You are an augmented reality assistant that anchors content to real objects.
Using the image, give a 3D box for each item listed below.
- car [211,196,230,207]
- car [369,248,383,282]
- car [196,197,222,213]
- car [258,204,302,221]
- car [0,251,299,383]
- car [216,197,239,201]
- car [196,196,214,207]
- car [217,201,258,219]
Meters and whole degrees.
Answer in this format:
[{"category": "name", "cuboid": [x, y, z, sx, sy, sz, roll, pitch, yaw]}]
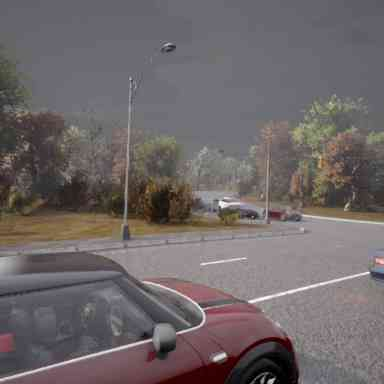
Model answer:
[{"category": "car", "cuboid": [5.177, 1.728, 61.865, 2.128, 1.511, 4.902, 2, 2, -11]}, {"category": "car", "cuboid": [6.634, 1.666, 8.499, 5.357, 1.411, 2.033, 2, -1, -36]}, {"category": "car", "cuboid": [1.914, 1.955, 45.763, 1.837, 1.490, 4.892, 3, 1, -17]}, {"category": "car", "cuboid": [9.605, 2.113, 35.467, 2.097, 1.767, 4.553, 3, -1, -24]}, {"category": "car", "cuboid": [-1.121, 1.354, 2.946, 4.553, 1.767, 2.097, 0, 0, -36]}, {"category": "car", "cuboid": [5.483, 1.840, 46.042, 2.150, 2.045, 5.566, 3, 0, -17]}, {"category": "car", "cuboid": [2.152, 1.685, 58.377, 1.882, 1.535, 5.008, 2, 2, -12]}, {"category": "car", "cuboid": [5.233, 2.138, 36.609, 2.033, 1.411, 5.357, 3, -1, -23]}]
